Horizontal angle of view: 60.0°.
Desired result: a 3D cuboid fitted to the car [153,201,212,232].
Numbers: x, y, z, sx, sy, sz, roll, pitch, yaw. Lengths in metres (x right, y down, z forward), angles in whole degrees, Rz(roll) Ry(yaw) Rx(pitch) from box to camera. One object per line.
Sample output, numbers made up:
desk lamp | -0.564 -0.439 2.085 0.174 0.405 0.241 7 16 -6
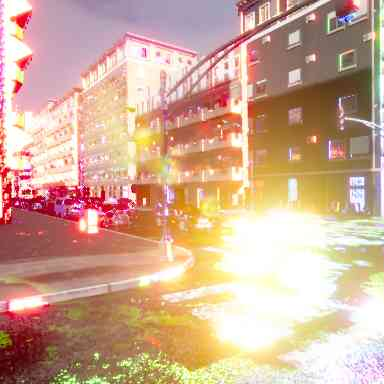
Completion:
car | -0.648 1.564 21.126 1.837 1.490 4.892 -1 0 -34

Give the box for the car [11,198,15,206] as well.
car | -31.775 1.782 59.860 1.887 1.381 4.507 -1 1 -36

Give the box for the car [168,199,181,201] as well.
car | -2.335 1.441 33.322 1.967 1.590 4.097 -1 1 -36

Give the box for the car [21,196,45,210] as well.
car | -22.073 1.628 46.387 1.967 1.590 4.097 -1 1 -36

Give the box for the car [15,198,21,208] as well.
car | -25.306 1.769 50.879 1.947 1.339 4.313 -1 1 -36

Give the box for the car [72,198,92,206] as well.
car | -18.507 1.643 55.776 1.947 1.339 4.313 -1 1 -36

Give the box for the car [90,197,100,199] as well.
car | -15.274 1.502 51.284 1.967 1.590 4.097 -1 1 -36

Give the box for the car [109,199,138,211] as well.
car | -8.803 1.581 42.304 2.008 1.369 4.403 -1 1 -36

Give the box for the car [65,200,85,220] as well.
car | -9.034 1.652 28.288 1.752 1.417 4.829 -1 1 -36

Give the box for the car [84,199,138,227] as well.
car | -5.900 1.553 23.935 1.967 1.590 4.097 -1 1 -36

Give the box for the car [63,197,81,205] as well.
car | -21.742 1.645 60.267 2.008 1.369 4.403 -1 1 -36

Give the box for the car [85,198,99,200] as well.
car | -12.626 1.661 37.719 2.033 1.411 5.357 -1 0 -36

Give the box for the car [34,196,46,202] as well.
car | -37.915 1.728 82.720 1.887 1.381 4.507 -1 1 -36

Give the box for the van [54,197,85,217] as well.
van | -12.371 1.483 32.915 1.690 1.788 3.998 -1 1 -36

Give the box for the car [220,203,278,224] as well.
car | 4.036 1.498 24.480 1.752 1.417 4.829 -1 1 -36
